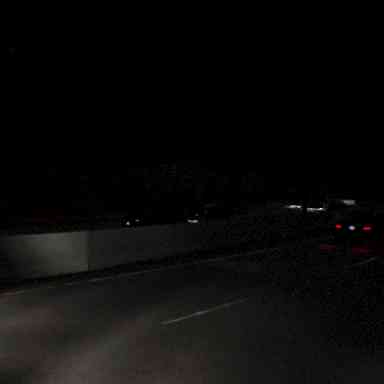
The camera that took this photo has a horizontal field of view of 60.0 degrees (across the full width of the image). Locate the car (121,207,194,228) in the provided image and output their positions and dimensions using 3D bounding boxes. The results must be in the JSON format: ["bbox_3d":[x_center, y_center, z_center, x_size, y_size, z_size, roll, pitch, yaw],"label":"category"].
[{"bbox_3d":[-2.251,1.655,20.651,4.181,1.385,1.994,0,0,-43],"label":"car"}]

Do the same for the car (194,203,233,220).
[{"bbox_3d":[1.925,1.685,29.970,1.812,1.442,4.674,0,0,41],"label":"car"}]

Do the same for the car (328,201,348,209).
[{"bbox_3d":[18.140,1.810,41.182,1.994,1.385,4.181,0,-1,28],"label":"car"}]

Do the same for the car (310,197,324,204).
[{"bbox_3d":[29.789,2.061,79.139,2.128,1.511,4.902,0,0,8],"label":"car"}]

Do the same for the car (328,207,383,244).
[{"bbox_3d":[8.732,1.629,16.349,2.033,1.411,5.357,0,0,44],"label":"car"}]

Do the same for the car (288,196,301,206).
[{"bbox_3d":[20.261,2.009,65.128,1.994,1.385,4.181,0,0,14],"label":"car"}]

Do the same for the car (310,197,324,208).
[{"bbox_3d":[20.621,1.881,54.792,1.812,1.442,4.674,0,0,21],"label":"car"}]
